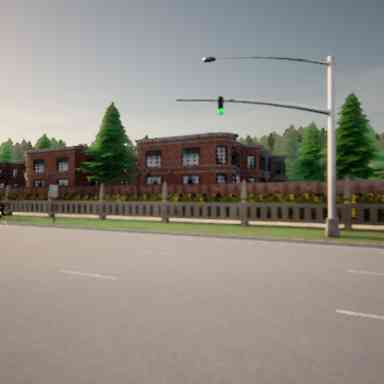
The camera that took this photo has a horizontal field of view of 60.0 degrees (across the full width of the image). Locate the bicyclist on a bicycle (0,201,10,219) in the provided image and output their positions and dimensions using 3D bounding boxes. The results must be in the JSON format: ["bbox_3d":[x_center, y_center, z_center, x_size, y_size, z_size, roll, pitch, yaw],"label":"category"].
[{"bbox_3d":[-14.967,1.360,25.911,0.582,1.620,1.656,0,0,28],"label":"bicyclist on a bicycle"}]
